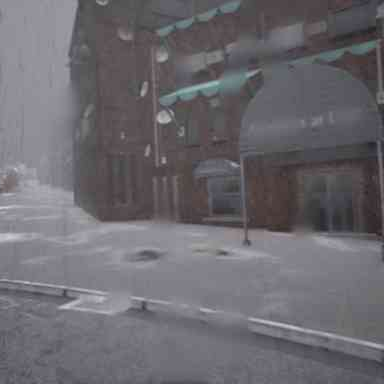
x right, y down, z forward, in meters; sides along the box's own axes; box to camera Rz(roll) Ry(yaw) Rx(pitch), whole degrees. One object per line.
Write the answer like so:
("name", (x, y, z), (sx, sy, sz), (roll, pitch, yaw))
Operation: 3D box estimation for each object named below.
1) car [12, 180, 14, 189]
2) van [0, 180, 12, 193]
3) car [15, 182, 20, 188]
("car", (-35.484, -1.097, 60.003), (4.553, 1.767, 2.185), (-3, 4, -42))
("van", (-34.242, -1.039, 57.274), (4.442, 1.987, 1.878), (-3, 4, -42))
("car", (-37.587, -1.307, 65.803), (5.366, 1.575, 1.946), (-3, 4, -42))
